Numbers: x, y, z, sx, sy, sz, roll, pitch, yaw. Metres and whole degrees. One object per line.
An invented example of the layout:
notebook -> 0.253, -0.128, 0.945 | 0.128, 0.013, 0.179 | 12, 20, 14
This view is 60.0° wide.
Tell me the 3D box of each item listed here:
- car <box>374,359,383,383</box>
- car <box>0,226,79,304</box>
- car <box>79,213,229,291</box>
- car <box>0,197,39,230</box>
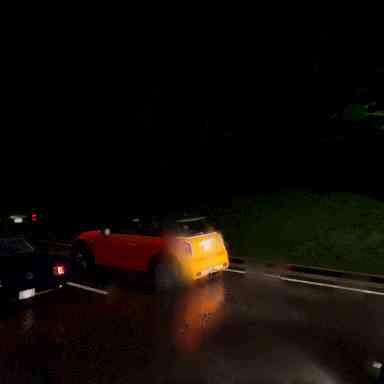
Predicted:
car -> 3.708, 1.548, 1.341 | 5.357, 1.411, 2.033 | 0, 0, 35
car -> -4.863, 1.600, 7.465 | 4.718, 1.301, 1.895 | 0, 0, 35
car -> -1.337, 1.352, 9.251 | 4.553, 1.767, 2.097 | 0, 0, 36
car -> -9.083, 1.221, 14.777 | 5.566, 2.045, 2.150 | 0, 0, 36
